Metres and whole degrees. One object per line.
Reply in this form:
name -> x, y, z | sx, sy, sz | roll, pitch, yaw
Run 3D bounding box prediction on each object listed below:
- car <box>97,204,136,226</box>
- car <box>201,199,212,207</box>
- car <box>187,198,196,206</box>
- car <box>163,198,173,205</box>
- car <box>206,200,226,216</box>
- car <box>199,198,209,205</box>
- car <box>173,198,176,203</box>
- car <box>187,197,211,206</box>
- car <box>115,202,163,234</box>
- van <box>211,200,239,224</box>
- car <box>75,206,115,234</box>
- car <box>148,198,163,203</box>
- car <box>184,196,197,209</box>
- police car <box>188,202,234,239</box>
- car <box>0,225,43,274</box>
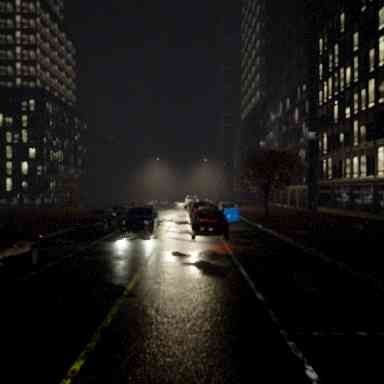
car -> -5.726, 1.732, 25.902 | 2.008, 1.369, 4.403 | -1, 0, 0
car -> 2.622, 1.963, 59.830 | 1.752, 1.417, 4.829 | -1, 0, 0
car -> -0.063, 1.962, 68.070 | 1.882, 1.535, 5.008 | 0, 0, 0
car -> -5.771, 1.965, 70.902 | 1.967, 1.590, 4.097 | -1, 0, 0
car -> 2.641, 1.705, 37.161 | 1.967, 1.590, 4.097 | -1, 0, 0
car -> 2.612, 2.091, 70.908 | 1.947, 1.339, 4.313 | -1, 0, 0
car -> -5.785, 2.206, 87.775 | 1.887, 1.381, 4.507 | -1, 0, 0
car -> 0.863, 1.549, 28.008 | 2.097, 1.767, 4.553 | 0, 0, 0
car -> -3.118, 1.620, 20.548 | 1.882, 1.535, 5.008 | 0, 0, 0
van -> 2.650, 1.523, 25.913 | 1.690, 1.788, 3.998 | -1, 0, 0
car -> -5.721, 1.692, 20.278 | 2.008, 1.369, 4.403 | -1, 0, 0
car -> -5.747, 1.900, 48.401 | 2.008, 1.369, 4.403 | -1, 0, 0
car -> -0.049, 1.608, 53.280 | 2.150, 2.045, 5.566 | 0, 0, 0
police car -> 0.883, 1.551, 18.145 | 1.930, 1.638, 5.238 | 0, 0, 0
car -> -5.710, 1.607, 9.027 | 1.887, 1.381, 4.507 | -1, 0, 0
